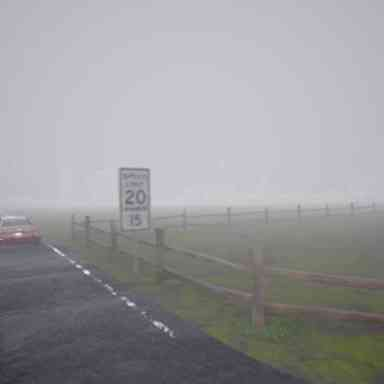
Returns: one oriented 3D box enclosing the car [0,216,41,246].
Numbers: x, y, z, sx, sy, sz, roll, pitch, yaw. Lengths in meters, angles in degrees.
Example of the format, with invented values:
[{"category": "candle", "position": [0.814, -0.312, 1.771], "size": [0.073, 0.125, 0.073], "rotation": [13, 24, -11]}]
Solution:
[{"category": "car", "position": [-8.804, 1.891, 16.535], "size": [1.994, 1.385, 4.181], "rotation": [0, -1, -32]}]
